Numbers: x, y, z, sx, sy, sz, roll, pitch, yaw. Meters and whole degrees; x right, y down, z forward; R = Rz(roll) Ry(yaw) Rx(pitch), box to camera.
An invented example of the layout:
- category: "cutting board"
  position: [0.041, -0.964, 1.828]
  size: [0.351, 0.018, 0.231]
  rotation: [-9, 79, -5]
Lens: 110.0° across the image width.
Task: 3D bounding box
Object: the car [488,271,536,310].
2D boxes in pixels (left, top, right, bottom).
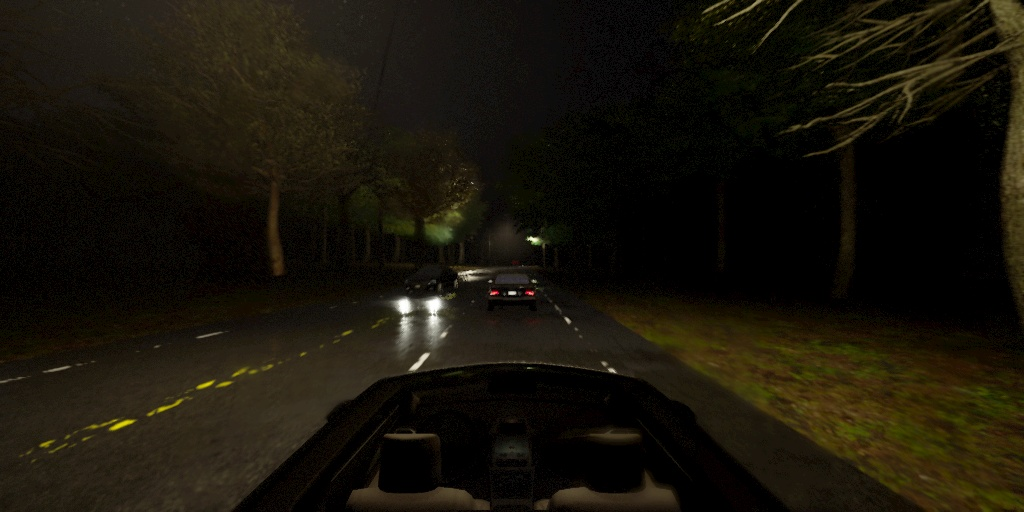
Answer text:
- category: "car"
  position: [0.005, 1.337, 14.862]
  size: [2.033, 1.411, 5.357]
  rotation: [0, 0, 0]

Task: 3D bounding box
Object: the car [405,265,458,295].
- category: "car"
  position: [-4.534, 1.291, 20.806]
  size: [1.882, 1.535, 5.008]
  rotation: [0, 0, 7]
